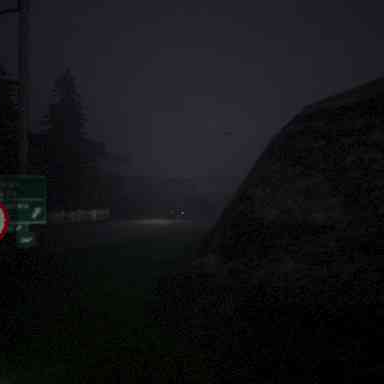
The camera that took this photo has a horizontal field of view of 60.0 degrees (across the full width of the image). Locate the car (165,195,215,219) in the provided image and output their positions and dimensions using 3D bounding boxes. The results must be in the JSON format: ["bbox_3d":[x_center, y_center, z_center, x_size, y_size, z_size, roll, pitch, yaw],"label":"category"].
[{"bbox_3d":[-0.048,1.317,30.621,2.150,2.045,5.566,0,0,36],"label":"car"}]
